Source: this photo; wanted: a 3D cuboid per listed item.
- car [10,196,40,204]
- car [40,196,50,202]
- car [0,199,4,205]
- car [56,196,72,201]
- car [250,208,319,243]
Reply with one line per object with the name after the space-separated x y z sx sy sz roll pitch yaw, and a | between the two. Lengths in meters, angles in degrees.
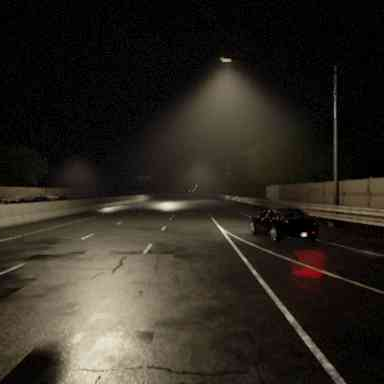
-24.590 1.594 48.618 1.895 1.301 4.718 0 0 0 | car
-28.077 1.515 62.012 1.812 1.442 4.674 0 0 0 | car
-28.085 1.500 46.056 1.837 1.490 4.892 0 -1 0 | car
-24.582 1.493 64.059 1.837 1.490 4.892 0 0 0 | car
4.277 1.524 16.124 1.837 1.490 4.892 -1 0 -9 | car
